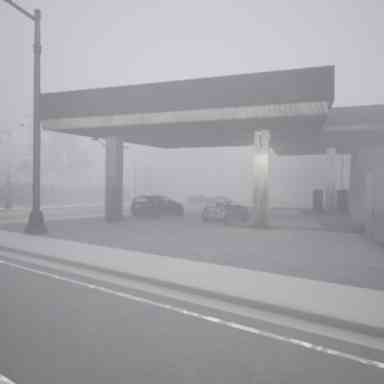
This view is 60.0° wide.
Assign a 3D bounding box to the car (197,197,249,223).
[{"bbox_3d":[2.431,1.316,23.506,1.970,1.475,3.806,1,0,37],"label":"car"}]

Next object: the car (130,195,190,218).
[{"bbox_3d":[-2.652,1.087,26.285,2.242,1.667,4.611,1,0,37],"label":"car"}]

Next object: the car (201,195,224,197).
[{"bbox_3d":[4.147,1.224,52.006,2.033,1.411,5.357,1,0,36],"label":"car"}]

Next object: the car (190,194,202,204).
[{"bbox_3d":[1.324,1.140,54.074,1.837,1.490,4.892,1,0,36],"label":"car"}]
